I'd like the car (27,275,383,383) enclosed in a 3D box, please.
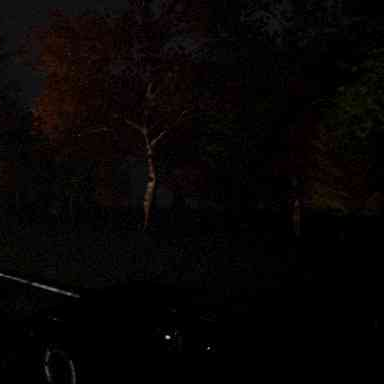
[{"bbox_3d":[0.327,1.609,3.453,4.718,1.301,1.895,-1,0,35],"label":"car"}]
